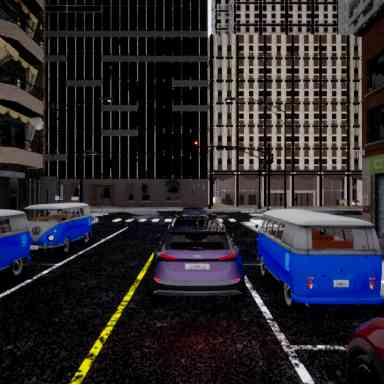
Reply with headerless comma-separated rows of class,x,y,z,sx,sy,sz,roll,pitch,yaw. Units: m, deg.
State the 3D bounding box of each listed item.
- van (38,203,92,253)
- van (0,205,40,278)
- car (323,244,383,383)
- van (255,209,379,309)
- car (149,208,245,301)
van,-5.303,1.345,13.274,1.690,1.788,3.998,0,0,0
van,-5.306,1.343,7.585,1.690,1.788,3.998,0,0,0
car,2.570,1.440,1.895,1.967,1.590,4.097,0,0,0
van,2.574,1.343,7.586,1.690,1.788,3.998,0,0,0
car,0.105,1.432,8.343,2.033,1.649,4.856,0,0,0
